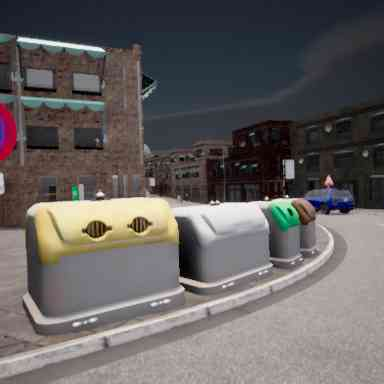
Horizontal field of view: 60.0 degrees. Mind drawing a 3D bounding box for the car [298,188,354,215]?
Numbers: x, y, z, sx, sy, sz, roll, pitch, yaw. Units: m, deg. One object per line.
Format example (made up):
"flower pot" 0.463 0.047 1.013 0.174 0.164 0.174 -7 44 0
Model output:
"car" 10.564 0.785 27.243 2.150 2.045 5.566 -2 -1 -19
